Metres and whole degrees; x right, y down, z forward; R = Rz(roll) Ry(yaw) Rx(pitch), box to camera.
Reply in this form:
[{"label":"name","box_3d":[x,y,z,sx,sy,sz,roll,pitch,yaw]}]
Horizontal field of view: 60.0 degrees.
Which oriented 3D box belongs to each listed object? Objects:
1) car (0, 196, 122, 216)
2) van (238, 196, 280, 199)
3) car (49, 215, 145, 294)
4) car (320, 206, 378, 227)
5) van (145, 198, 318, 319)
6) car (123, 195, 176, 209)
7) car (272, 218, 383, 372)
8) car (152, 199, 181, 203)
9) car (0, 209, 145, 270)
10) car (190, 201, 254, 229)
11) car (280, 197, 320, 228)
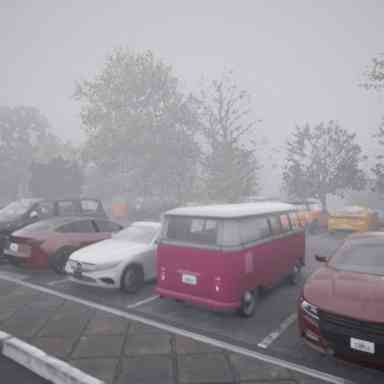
[{"label":"car","box_3d":[-5.635,1.229,12.286,2.435,2.045,5.566,0,0,36]},{"label":"van","box_3d":[4.500,1.255,21.290,1.878,1.987,4.442,0,0,36]},{"label":"car","box_3d":[-1.107,1.522,9.072,2.002,1.452,4.674,0,0,36]},{"label":"car","box_3d":[8.827,1.483,18.032,2.097,1.535,5.008,0,0,36]},{"label":"van","box_3d":[1.215,1.258,7.546,1.878,1.987,4.442,0,0,36]},{"label":"car","box_3d":[-2.300,1.234,26.063,2.435,2.045,5.566,0,0,36]},{"label":"car","box_3d":[3.405,1.485,5.836,2.097,1.535,5.008,0,0,36]},{"label":"car","box_3d":[-0.175,1.477,24.275,1.946,1.575,5.366,0,0,36]},{"label":"car","box_3d":[-3.345,1.511,10.713,2.163,1.488,4.792,0,0,36]},{"label":"car","box_3d":[2.177,1.481,22.806,2.231,1.521,4.892,0,0,36]},{"label":"car","box_3d":[6.663,1.356,19.554,2.185,1.767,4.553,0,0,36]}]
